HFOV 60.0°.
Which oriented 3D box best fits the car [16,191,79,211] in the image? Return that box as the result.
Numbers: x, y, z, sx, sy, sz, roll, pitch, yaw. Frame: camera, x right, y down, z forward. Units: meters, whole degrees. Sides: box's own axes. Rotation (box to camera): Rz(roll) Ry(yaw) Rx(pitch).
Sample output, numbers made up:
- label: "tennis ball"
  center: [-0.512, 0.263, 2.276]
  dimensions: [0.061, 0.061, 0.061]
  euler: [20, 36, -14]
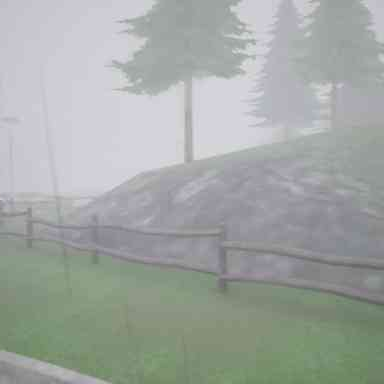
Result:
- label: "car"
  center: [-13.278, 0.894, 30.959]
  dimensions: [1.882, 1.535, 5.008]
  euler: [0, 1, 21]

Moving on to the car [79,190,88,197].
- label: "car"
  center: [-18.080, 0.412, 56.853]
  dimensions: [1.882, 1.535, 5.008]
  euler: [0, 1, 22]

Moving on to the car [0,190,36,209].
- label: "car"
  center: [-16.430, 0.739, 32.502]
  dimensions: [2.097, 1.767, 4.553]
  euler: [0, 1, 21]

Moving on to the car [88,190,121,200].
- label: "car"
  center: [-14.674, 0.444, 55.951]
  dimensions: [2.128, 1.511, 4.902]
  euler: [0, 1, 22]
